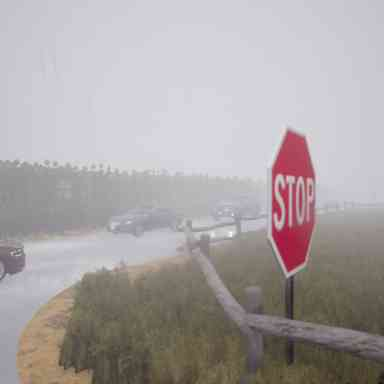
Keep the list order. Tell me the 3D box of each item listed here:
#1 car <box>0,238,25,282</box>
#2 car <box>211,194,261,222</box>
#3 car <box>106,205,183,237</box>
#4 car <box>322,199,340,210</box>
[{"bbox_3d":[-6.540,1.474,7.512,5.008,1.535,1.882,0,2,-40],"label":"car"},{"bbox_3d":[3.680,1.216,26.903,2.150,2.045,5.566,0,0,35],"label":"car"},{"bbox_3d":[-2.460,1.487,18.293,2.128,1.511,4.902,0,0,35],"label":"car"},{"bbox_3d":[17.063,1.544,40.903,2.033,1.411,5.357,0,0,26],"label":"car"}]
